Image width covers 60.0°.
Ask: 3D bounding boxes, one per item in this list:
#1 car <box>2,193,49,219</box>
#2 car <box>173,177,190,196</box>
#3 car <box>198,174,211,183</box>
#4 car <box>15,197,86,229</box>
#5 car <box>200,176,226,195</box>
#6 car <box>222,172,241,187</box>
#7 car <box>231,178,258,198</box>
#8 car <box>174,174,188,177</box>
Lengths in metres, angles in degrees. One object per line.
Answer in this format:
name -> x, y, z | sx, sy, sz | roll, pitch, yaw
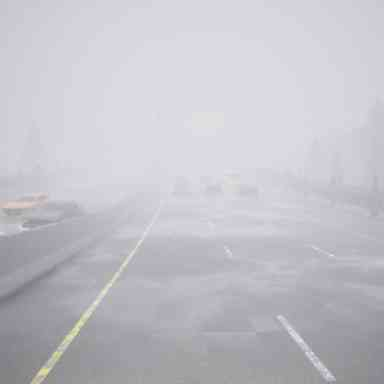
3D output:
car -> -11.314, 0.888, 23.394 | 1.882, 1.535, 5.008 | 0, 4, -1
car -> -1.200, -0.445, 37.752 | 2.033, 1.411, 5.357 | 0, 7, -1
car -> 2.012, -1.852, 48.528 | 1.882, 1.535, 5.008 | 0, 7, -2
car -> -7.707, 1.227, 19.188 | 2.033, 1.411, 5.357 | 0, 3, -1
car -> 2.344, -0.563, 38.252 | 1.882, 1.535, 5.008 | 0, 7, -2
car -> 5.492, -1.836, 46.454 | 2.150, 2.045, 5.566 | 0, 7, -2
car -> 5.899, -0.329, 36.466 | 1.882, 1.535, 5.008 | 0, 7, -2
car -> -1.532, -1.813, 48.099 | 1.882, 1.535, 5.008 | 0, 7, -1
